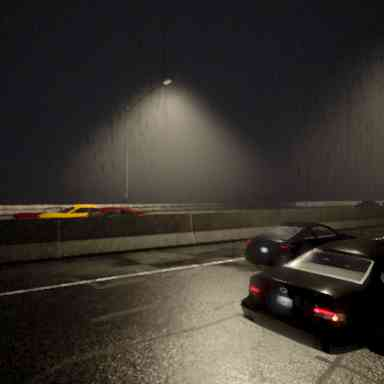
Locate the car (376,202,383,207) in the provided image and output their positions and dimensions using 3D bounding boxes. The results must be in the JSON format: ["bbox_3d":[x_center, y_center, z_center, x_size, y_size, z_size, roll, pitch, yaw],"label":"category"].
[{"bbox_3d":[27.942,1.694,45.379,5.566,2.045,2.150,1,-1,-35],"label":"car"}]

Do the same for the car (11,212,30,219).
[{"bbox_3d":[-9.733,1.654,22.845,4.718,1.301,1.895,1,0,-36],"label":"car"}]

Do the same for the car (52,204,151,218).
[{"bbox_3d":[-4.540,1.544,17.950,5.008,1.535,1.882,1,0,-36],"label":"car"}]

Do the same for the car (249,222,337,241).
[{"bbox_3d":[3.701,1.652,10.686,4.181,1.385,1.994,1,0,-36],"label":"car"}]

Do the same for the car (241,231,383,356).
[{"bbox_3d":[3.344,1.608,6.131,5.357,1.411,2.033,1,0,-35],"label":"car"}]

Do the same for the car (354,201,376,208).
[{"bbox_3d":[25.198,1.988,47.723,4.674,1.442,1.812,1,-1,-35],"label":"car"}]

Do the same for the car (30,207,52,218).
[{"bbox_3d":[-6.915,1.540,20.556,5.008,1.535,1.882,1,0,-36],"label":"car"}]
